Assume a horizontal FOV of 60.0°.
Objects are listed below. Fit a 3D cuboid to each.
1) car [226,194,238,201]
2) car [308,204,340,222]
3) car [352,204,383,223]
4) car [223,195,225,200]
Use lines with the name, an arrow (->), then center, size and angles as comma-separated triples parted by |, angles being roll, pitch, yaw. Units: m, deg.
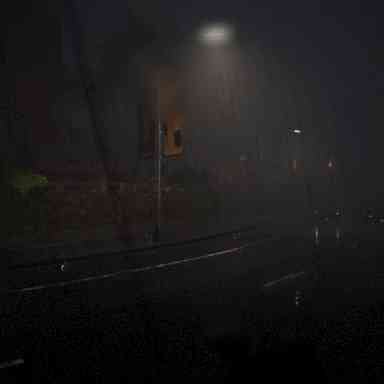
car -> 9.683, 1.475, 78.953 | 2.097, 1.535, 5.008 | 0, 0, 1
car -> 10.390, 1.652, 26.406 | 1.895, 1.301, 4.718 | 0, 0, 14
car -> 13.794, 1.600, 25.592 | 2.033, 1.411, 5.357 | 0, 0, 14
car -> 9.704, 1.349, 85.380 | 2.185, 1.767, 4.553 | 0, 0, 1
